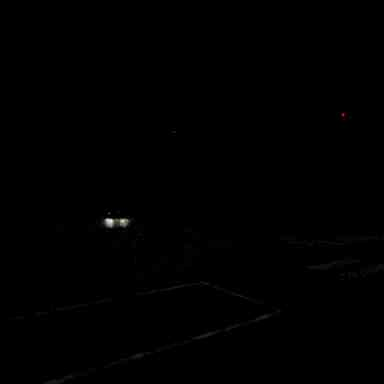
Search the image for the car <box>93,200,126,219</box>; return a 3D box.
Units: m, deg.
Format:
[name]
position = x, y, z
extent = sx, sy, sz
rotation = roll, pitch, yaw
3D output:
[car]
position = -9.614, 1.916, 38.410
extent = 2.150, 2.045, 5.566
rotation = 0, -1, -35
